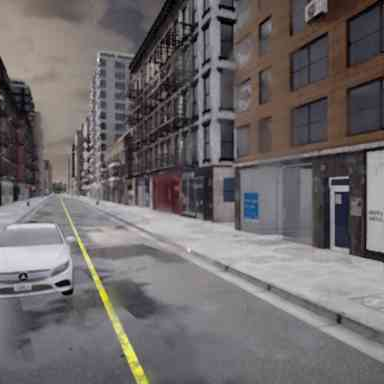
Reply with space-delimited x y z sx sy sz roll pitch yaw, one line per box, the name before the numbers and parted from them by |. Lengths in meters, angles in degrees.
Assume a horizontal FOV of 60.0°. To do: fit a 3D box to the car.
car | -4.003 1.499 8.353 1.812 1.442 4.674 0 0 -22
